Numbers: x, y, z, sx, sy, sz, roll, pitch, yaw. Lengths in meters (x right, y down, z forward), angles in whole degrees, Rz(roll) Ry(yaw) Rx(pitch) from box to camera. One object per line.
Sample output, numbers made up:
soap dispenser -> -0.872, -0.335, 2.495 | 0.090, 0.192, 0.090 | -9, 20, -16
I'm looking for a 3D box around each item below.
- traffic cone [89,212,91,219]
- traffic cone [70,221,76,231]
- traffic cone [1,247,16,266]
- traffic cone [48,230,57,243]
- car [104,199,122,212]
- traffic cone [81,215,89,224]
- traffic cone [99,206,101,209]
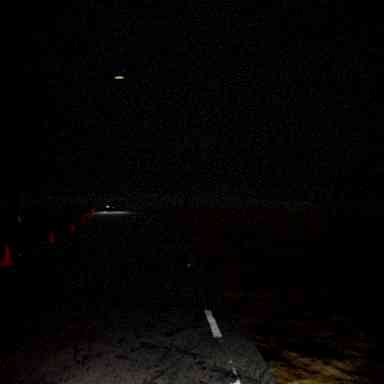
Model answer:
traffic cone -> -9.271, 2.123, 30.038 | 0.340, 0.580, 0.340 | -1, 0, -13
traffic cone -> -7.312, 2.080, 20.383 | 0.340, 0.580, 0.340 | -1, 0, -10
traffic cone -> -5.884, 2.045, 10.636 | 0.340, 0.580, 0.340 | -1, 0, -7
traffic cone -> -6.531, 2.062, 15.519 | 0.340, 0.580, 0.340 | -1, 0, -8
car -> -10.139, 1.728, 42.913 | 1.837, 1.490, 4.892 | -1, 0, -13
traffic cone -> -8.226, 2.101, 25.224 | 0.340, 0.580, 0.340 | -1, 0, -11
traffic cone -> -13.757, 2.276, 49.876 | 0.340, 0.580, 0.340 | -1, 0, -5
